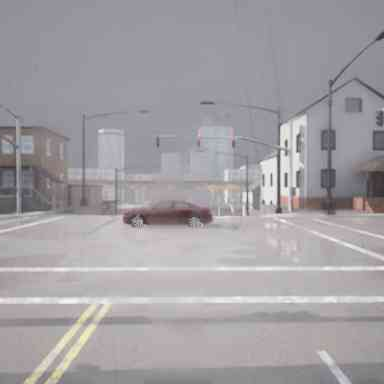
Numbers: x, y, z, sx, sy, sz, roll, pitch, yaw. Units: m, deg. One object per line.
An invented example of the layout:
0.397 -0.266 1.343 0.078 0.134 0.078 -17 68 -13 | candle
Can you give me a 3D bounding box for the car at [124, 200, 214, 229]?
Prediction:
-1.298 1.188 18.619 5.008 1.535 1.882 0 1 -1 | car
